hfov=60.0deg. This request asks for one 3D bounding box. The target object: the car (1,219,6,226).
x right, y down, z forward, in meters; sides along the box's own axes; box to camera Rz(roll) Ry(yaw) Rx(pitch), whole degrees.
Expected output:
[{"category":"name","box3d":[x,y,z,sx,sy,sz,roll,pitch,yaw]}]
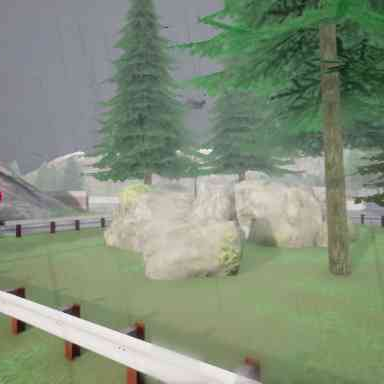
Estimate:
[{"category":"car","box3d":[-11.375,1.357,15.134,5.357,1.411,2.033,0,0,5]}]
